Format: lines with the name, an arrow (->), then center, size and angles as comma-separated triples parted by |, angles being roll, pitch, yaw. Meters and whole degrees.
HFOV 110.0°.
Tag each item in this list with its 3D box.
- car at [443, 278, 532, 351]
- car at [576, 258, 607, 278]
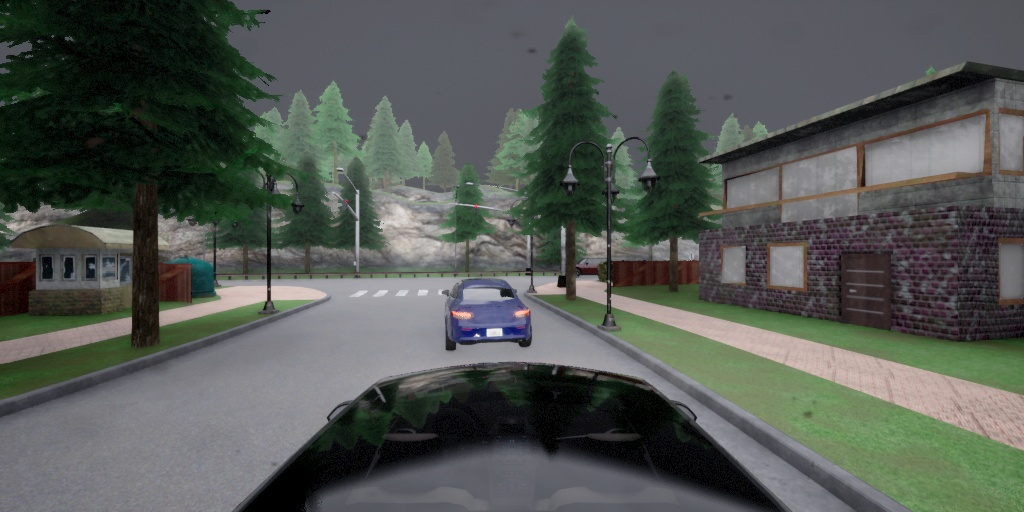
car -> -0.755, 1.276, 9.016 | 1.812, 1.442, 4.674 | 0, 0, -11
car -> 6.607, 0.945, 31.500 | 4.553, 1.767, 2.097 | 0, 0, -12
